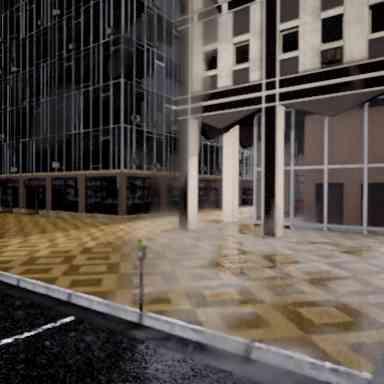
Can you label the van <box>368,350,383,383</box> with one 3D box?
[{"bbox_3d":[2.688,1.335,0.972,3.998,1.788,1.690,0,1,35],"label":"van"}]
